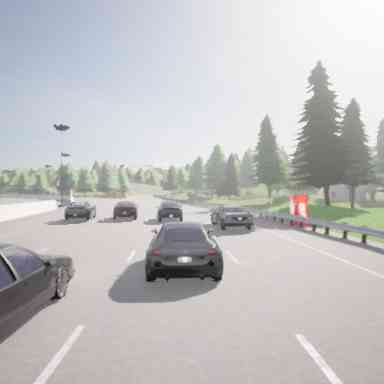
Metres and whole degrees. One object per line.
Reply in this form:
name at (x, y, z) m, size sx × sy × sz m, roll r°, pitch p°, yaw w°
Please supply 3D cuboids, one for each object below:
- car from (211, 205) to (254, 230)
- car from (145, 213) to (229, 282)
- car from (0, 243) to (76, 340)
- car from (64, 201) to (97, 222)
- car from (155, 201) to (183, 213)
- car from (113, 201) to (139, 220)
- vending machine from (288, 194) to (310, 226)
car at (2.405, 1.531, 21.040) m, size 2.033 × 1.411 × 5.357 m, roll 0°, pitch 0°, yaw -6°
car at (-0.271, 1.559, 9.830) m, size 1.994 × 1.385 × 4.181 m, roll 0°, pitch 0°, yaw -3°
car at (-3.544, 1.551, 5.280) m, size 2.033 × 1.411 × 5.357 m, roll 0°, pitch 0°, yaw -2°
car at (-8.905, 1.493, 26.863) m, size 2.128 × 1.511 × 4.902 m, roll 0°, pitch 0°, yaw -8°
car at (-1.824, 1.493, 26.678) m, size 1.837 × 1.490 × 4.892 m, roll 0°, pitch 0°, yaw -7°
car at (-5.570, 1.472, 28.285) m, size 1.882 × 1.535 × 5.008 m, roll 0°, pitch 0°, yaw -8°
vending machine at (7.237, 1.170, 22.518) m, size 1.100 × 2.100 × 0.880 m, roll 0°, pitch 0°, yaw -6°
